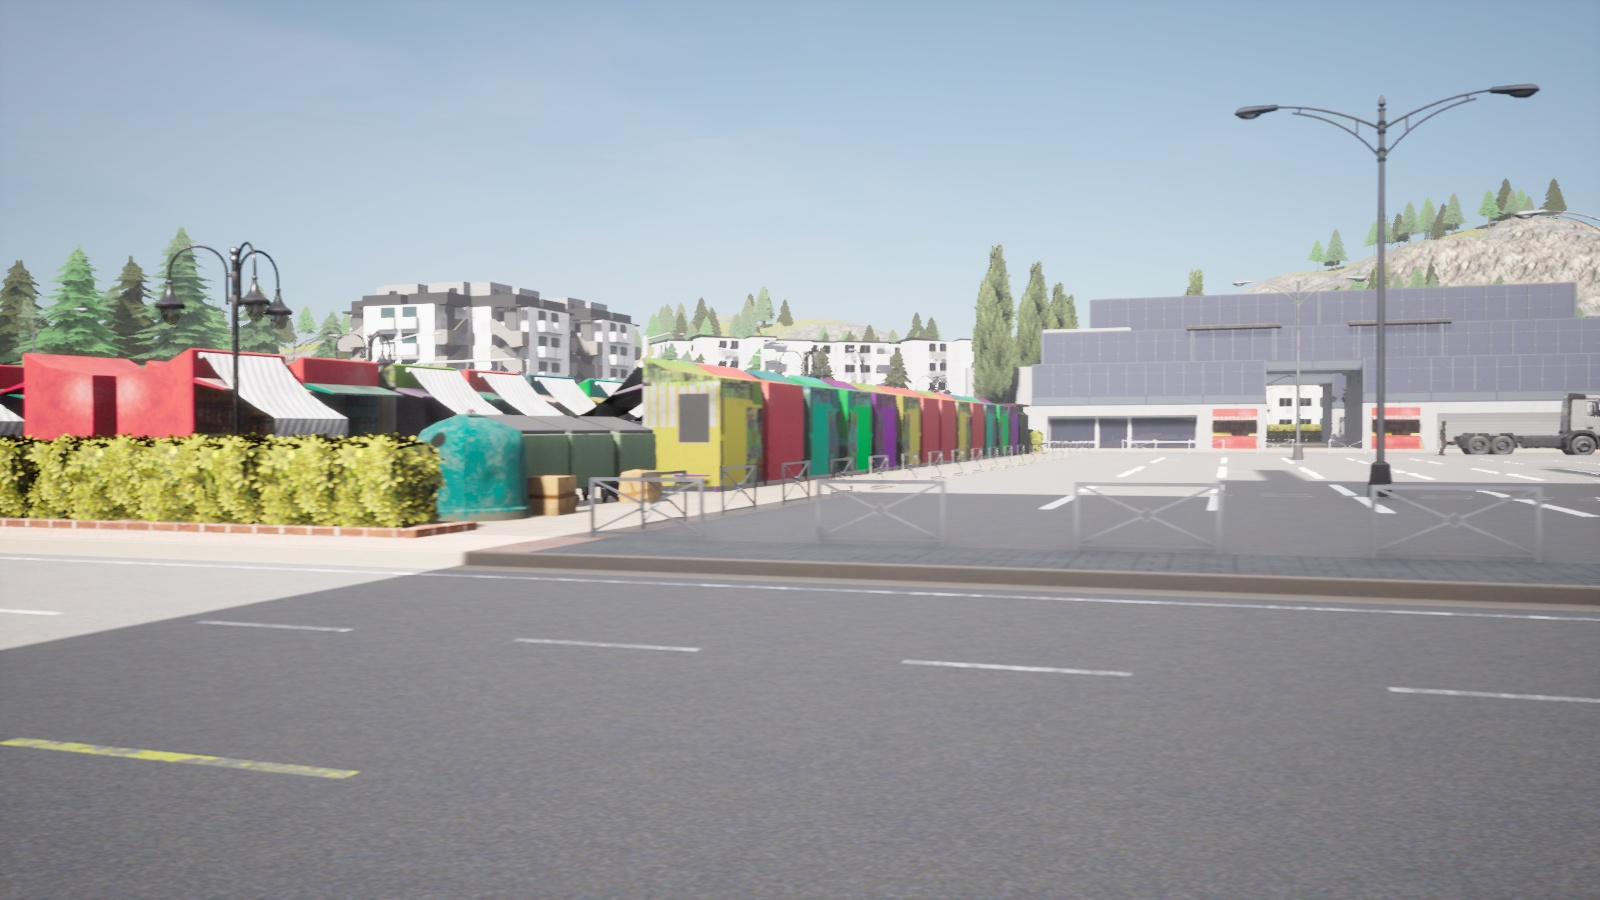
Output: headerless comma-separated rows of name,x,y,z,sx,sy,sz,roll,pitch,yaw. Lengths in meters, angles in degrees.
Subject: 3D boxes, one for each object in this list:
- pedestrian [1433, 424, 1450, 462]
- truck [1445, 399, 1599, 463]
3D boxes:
pedestrian,33.174,-0.377,64.980,0.692,1.930,0.395,1,1,39
truck,40.345,-1.062,69.539,7.936,3.462,2.891,1,1,20
